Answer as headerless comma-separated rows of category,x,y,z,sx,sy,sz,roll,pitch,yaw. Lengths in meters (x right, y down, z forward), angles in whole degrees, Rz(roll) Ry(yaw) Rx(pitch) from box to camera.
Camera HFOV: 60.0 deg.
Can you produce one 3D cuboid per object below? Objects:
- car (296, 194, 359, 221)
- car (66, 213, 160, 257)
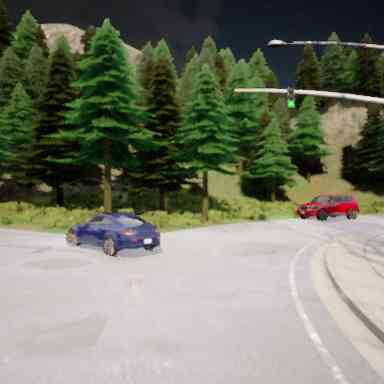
car,11.027,1.213,26.950,5.566,2.045,2.150,0,0,-27
car,-3.156,1.531,13.089,4.674,1.442,1.812,0,-1,45
